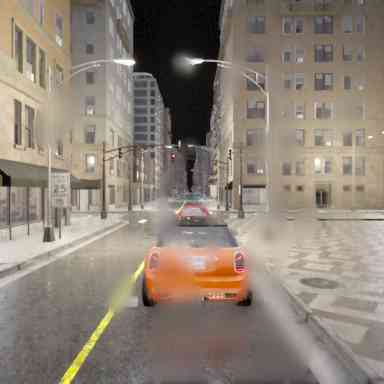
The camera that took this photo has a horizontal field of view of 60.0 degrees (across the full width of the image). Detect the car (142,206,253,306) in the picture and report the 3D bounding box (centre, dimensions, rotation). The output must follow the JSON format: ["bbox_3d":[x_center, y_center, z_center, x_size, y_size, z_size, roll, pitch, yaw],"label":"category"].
[{"bbox_3d":[0.094,1.352,8.166,2.097,1.767,4.553,0,0,0],"label":"car"}]

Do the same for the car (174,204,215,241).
[{"bbox_3d":[0.096,1.476,17.766,1.882,1.535,5.008,0,0,0],"label":"car"}]
